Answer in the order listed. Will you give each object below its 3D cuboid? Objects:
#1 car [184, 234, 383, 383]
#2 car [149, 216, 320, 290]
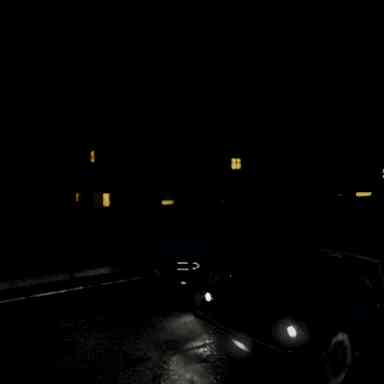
[{"bbox_3d":[2.392,1.557,5.392,4.718,1.301,1.895,-1,0,-36],"label":"car"},{"bbox_3d":[1.290,1.426,8.596,5.008,1.535,1.882,-1,0,-36],"label":"car"}]
